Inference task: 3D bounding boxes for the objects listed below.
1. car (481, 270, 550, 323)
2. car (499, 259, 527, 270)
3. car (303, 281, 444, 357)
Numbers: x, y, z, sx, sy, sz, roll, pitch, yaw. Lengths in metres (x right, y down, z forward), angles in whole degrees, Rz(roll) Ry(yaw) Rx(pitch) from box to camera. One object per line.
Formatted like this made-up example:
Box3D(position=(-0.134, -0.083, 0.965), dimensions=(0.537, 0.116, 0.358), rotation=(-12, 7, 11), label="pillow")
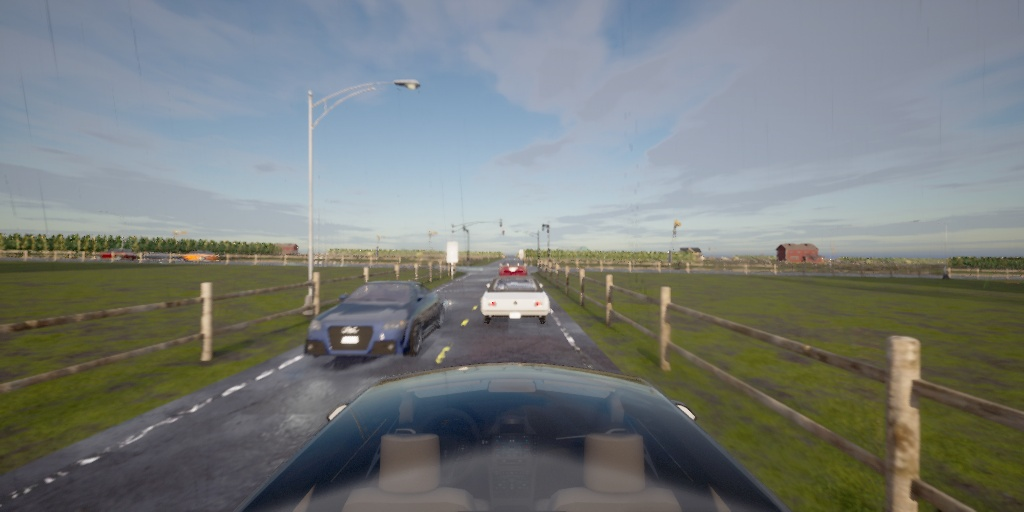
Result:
Box3D(position=(0.091, 1.303, 11.870), dimensions=(1.895, 1.301, 4.718), rotation=(0, 0, 0), label="car")
Box3D(position=(0.085, 0.985, 27.342), dimensions=(2.097, 1.767, 4.553), rotation=(0, 0, 0), label="car")
Box3D(position=(-2.853, 1.282, 8.312), dimensions=(1.994, 1.385, 4.181), rotation=(0, 0, 0), label="car")
